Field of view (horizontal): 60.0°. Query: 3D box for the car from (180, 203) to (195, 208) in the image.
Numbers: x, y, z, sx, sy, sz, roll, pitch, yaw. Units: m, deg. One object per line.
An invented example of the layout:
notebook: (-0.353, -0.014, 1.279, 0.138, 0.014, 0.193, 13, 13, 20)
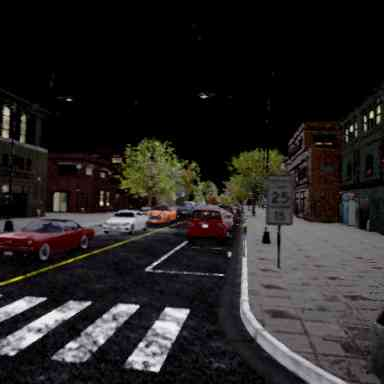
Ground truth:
car: (-1.212, 2.471, 41.524, 2.033, 1.411, 5.357, 1, -1, 9)

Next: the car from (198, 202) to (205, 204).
car: (1.257, 3.158, 74.272, 1.967, 1.590, 4.097, 2, -1, 9)

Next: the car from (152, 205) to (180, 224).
car: (-2.875, 1.996, 31.054, 2.097, 1.767, 4.553, 1, -1, 9)

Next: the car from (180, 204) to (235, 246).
car: (0.987, 1.774, 18.239, 2.192, 1.841, 5.009, 2, -1, 9)

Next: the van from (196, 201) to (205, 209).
van: (2.116, 3.203, 79.748, 1.690, 1.788, 3.998, 2, -1, 9)

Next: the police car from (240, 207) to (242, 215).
police car: (5.990, 2.674, 47.483, 1.930, 1.638, 5.238, 1, -1, 9)

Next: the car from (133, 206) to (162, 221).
car: (-4.735, 2.270, 35.945, 1.947, 1.339, 4.313, 2, -1, 9)

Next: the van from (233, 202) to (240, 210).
van: (11.251, 3.540, 83.938, 1.690, 1.788, 3.998, 2, -1, 9)

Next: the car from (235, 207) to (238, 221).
car: (2.689, 2.302, 29.185, 2.008, 1.369, 4.403, 2, -1, 9)

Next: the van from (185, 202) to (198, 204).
van: (-0.450, 2.771, 63.324, 1.690, 1.788, 3.998, 2, -1, 9)

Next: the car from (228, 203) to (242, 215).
car: (7.030, 2.781, 54.265, 2.097, 1.767, 4.553, 1, -1, 9)

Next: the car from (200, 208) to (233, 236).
car: (1.838, 2.045, 23.712, 1.967, 1.590, 4.097, 2, -1, 9)

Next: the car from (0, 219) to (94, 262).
car: (-5.694, 1.764, 13.077, 1.895, 1.301, 4.718, 1, -1, 9)

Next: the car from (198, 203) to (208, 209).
car: (2.963, 3.556, 85.219, 2.008, 1.369, 4.403, 2, -1, 9)

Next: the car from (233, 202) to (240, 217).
car: (3.553, 2.212, 34.665, 2.192, 1.841, 5.009, 2, -1, 9)

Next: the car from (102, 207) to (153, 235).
car: (-4.282, 1.930, 22.119, 1.812, 1.442, 4.674, 1, -1, 9)

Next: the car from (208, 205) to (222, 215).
car: (3.646, 2.831, 52.786, 1.812, 1.442, 4.674, 1, -1, 9)
